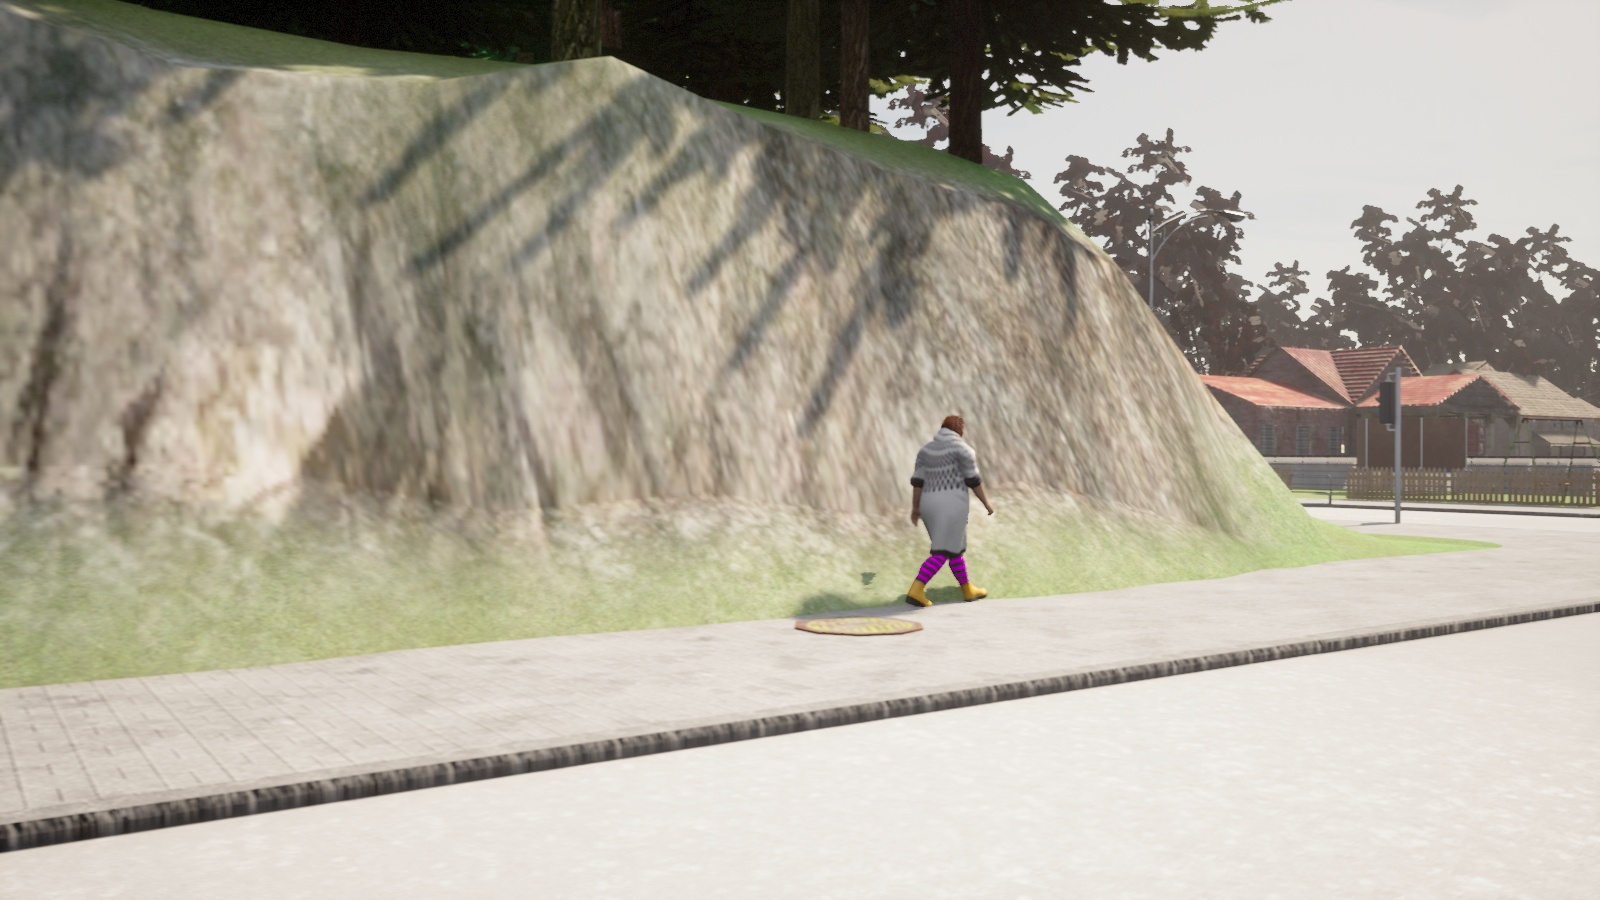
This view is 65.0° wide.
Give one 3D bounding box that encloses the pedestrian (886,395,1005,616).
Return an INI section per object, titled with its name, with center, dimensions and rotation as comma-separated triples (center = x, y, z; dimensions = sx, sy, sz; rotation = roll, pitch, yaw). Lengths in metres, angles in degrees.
[pedestrian]
center = 1.345, 0.493, 11.630
dimensions = 0.873, 1.952, 0.659
rotation = 0, 0, -35
